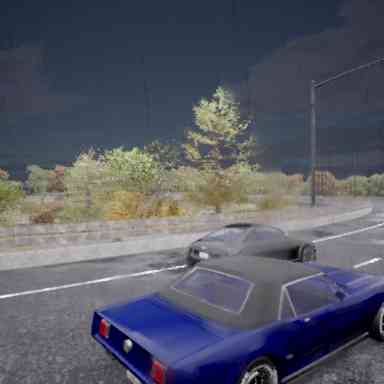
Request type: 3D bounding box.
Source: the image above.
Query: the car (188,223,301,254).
[{"bbox_3d":[1.869,1.607,9.871,4.181,1.385,1.994,0,0,-39],"label":"car"}]

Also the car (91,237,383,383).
[{"bbox_3d":[1.171,1.622,4.778,4.718,1.301,1.895,0,0,-37],"label":"car"}]
